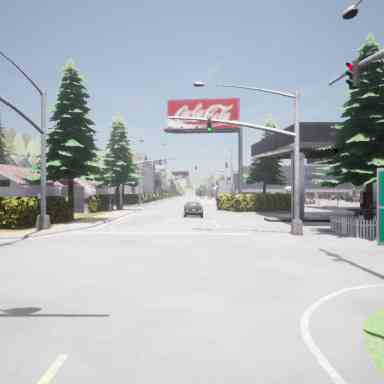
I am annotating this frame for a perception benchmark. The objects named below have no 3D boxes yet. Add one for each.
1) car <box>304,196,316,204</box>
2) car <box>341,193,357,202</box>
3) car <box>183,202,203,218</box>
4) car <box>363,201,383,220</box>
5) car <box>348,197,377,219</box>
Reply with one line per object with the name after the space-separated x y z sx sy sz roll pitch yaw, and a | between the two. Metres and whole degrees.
22.368 1.552 64.040 1.970 1.475 3.806 0 0 0 | car
34.755 1.490 71.858 2.007 1.523 4.514 0 0 0 | car
0.110 1.634 31.446 2.033 1.411 5.357 2 0 -1 | car
18.631 1.672 30.636 4.611 1.667 2.242 0 0 0 | car
14.317 1.505 24.957 3.866 1.878 1.905 0 0 0 | car
